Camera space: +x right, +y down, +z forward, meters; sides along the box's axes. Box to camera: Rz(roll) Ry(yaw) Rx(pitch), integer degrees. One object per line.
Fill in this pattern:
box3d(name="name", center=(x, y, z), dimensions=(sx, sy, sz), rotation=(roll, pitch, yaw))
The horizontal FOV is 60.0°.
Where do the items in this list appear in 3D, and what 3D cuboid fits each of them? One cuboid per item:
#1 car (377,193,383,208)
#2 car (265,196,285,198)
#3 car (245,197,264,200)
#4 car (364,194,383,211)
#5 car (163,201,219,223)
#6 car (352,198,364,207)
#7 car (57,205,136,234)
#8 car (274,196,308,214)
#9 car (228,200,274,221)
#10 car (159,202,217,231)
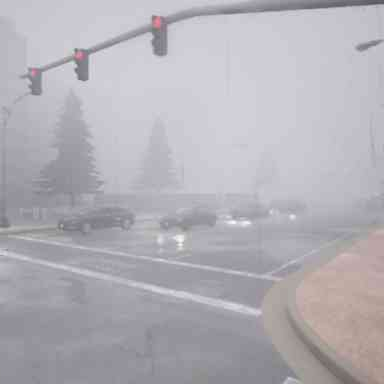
box3d(name="car", center=(28.811, 1.251, 49.027), dimensions=(2.150, 2.045, 5.566), rotation=(0, 0, 35))
box3d(name="car", center=(11.437, 1.630, 43.174), dimensions=(1.994, 1.385, 4.181), rotation=(0, 0, 36))
box3d(name="car", center=(5.539, 1.569, 35.044), dimensions=(1.837, 1.490, 4.892), rotation=(0, 0, 36))
box3d(name="car", center=(23.051, 1.380, 41.044), dimensions=(2.097, 1.767, 4.553), rotation=(0, 0, 36))
box3d(name="car", center=(0.013, 1.554, 27.392), dimensions=(2.128, 1.511, 4.902), rotation=(0, 0, 36))
box3d(name="car", center=(26.094, 1.606, 51.248), dimensions=(1.994, 1.385, 4.181), rotation=(0, 0, 36))
box3d(name="car", center=(-5.532, 1.566, 19.786), dimensions=(1.837, 1.490, 4.892), rotation=(0, 0, 37))
box3d(name="car", center=(11.051, 1.557, 36.690), dimensions=(1.837, 1.490, 4.892), rotation=(0, 0, 36))
box3d(name="car", center=(4.973, 1.614, 28.272), dimensions=(1.994, 1.385, 4.181), rotation=(0, 0, 37))
box3d(name="car", center=(-0.109, 1.575, 21.203), dimensions=(1.812, 1.442, 4.674), rotation=(0, 0, 36))
